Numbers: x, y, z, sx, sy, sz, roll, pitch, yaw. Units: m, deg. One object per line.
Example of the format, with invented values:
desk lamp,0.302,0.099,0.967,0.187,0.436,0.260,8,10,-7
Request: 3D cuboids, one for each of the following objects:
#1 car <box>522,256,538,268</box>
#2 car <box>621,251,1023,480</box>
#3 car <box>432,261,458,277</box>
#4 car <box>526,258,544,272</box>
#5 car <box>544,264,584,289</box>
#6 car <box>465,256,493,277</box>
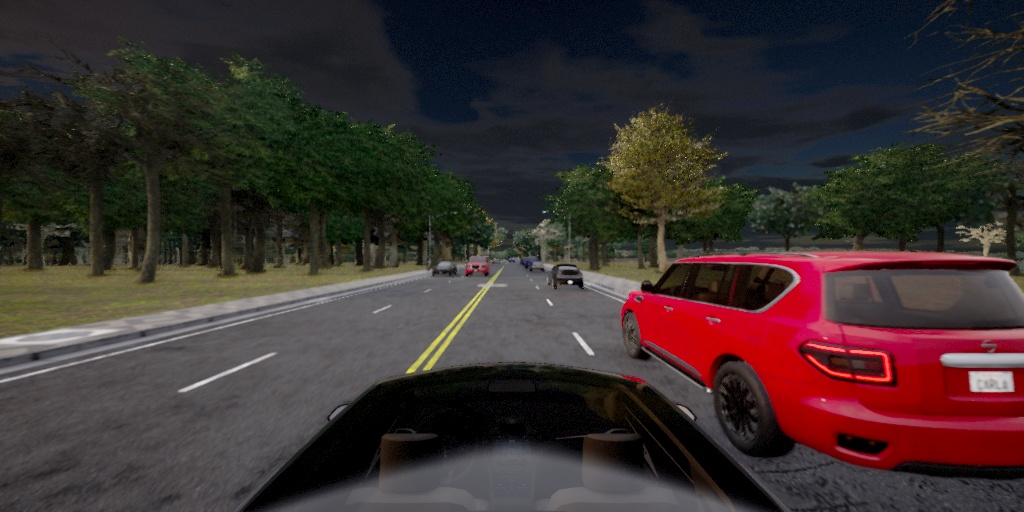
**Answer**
car,3.238,1.023,57.960,2.150,2.045,5.566,0,0,0
car,3.348,0.971,5.187,2.150,2.045,5.566,0,0,0
car,-6.599,1.245,35.595,1.882,1.535,5.008,0,0,0
car,3.240,1.328,46.929,2.033,1.411,5.357,0,0,0
car,3.344,1.262,22.967,1.837,1.490,4.892,0,0,0
car,-3.349,0.989,35.912,2.150,2.045,5.566,0,0,0
